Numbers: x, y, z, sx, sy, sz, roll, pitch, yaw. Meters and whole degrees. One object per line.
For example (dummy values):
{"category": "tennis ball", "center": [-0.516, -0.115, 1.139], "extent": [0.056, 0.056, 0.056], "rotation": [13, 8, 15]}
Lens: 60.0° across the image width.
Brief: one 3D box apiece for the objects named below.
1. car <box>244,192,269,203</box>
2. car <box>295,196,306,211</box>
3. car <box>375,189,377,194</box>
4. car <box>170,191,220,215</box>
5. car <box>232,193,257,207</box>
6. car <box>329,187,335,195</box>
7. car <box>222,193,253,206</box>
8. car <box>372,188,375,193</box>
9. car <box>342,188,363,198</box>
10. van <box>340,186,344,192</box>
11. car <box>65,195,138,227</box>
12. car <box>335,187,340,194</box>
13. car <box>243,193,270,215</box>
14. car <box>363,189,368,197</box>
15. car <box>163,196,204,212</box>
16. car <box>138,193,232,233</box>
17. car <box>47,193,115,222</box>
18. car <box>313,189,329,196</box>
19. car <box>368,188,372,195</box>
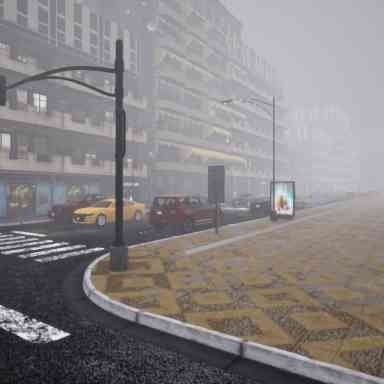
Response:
{"category": "car", "center": [8.782, 0.754, 45.220], "extent": [1.802, 1.307, 4.206], "rotation": [2, 2, 35]}
{"category": "car", "center": [9.344, 0.964, 31.382], "extent": [1.947, 1.339, 4.313], "rotation": [1, 2, 35]}
{"category": "car", "center": [44.265, -0.221, 81.419], "extent": [2.008, 1.369, 4.403], "rotation": [1, 2, 35]}
{"category": "car", "center": [0.331, 0.878, 28.606], "extent": [2.097, 1.767, 4.553], "rotation": [0, 1, 35]}
{"category": "car", "center": [6.070, 0.842, 36.818], "extent": [1.837, 1.490, 4.892], "rotation": [0, 1, 35]}
{"category": "car", "center": [31.000, -0.028, 77.055], "extent": [1.887, 1.381, 4.507], "rotation": [2, 2, 35]}
{"category": "car", "center": [5.609, 0.828, 40.672], "extent": [2.008, 1.369, 4.403], "rotation": [2, 2, 35]}
{"category": "car", "center": [37.916, -0.012, 72.321], "extent": [1.887, 1.381, 4.507], "rotation": [1, 2, 35]}
{"category": "car", "center": [28.392, 0.308, 58.675], "extent": [1.887, 1.381, 4.507], "rotation": [1, 2, 35]}
{"category": "van", "center": [37.349, -0.446, 86.145], "extent": [1.690, 1.788, 3.998], "rotation": [2, 2, 35]}
{"category": "car", "center": [-5.054, 1.180, 20.885], "extent": [1.882, 1.535, 5.008], "rotation": [0, 1, 34]}
{"category": "car", "center": [34.175, -0.240, 81.600], "extent": [1.967, 1.590, 4.097], "rotation": [2, 2, 35]}
{"category": "car", "center": [6.169, 1.069, 26.832], "extent": [1.947, 1.339, 4.313], "rotation": [1, 2, 35]}
{"category": "car", "center": [31.567, 0.098, 63.220], "extent": [1.967, 1.590, 4.097], "rotation": [1, 2, 35]}
{"category": "car", "center": [-0.739, 1.069, 31.577], "extent": [1.802, 1.307, 4.206], "rotation": [2, 2, 35]}
{"category": "car", "center": [-0.179, 1.026, 17.728], "extent": [2.192, 1.841, 5.009], "rotation": [1, 2, 35]}
{"category": "car", "center": [-7.085, 1.010, 22.474], "extent": [2.192, 1.841, 5.009], "rotation": [1, 2, 35]}
{"category": "car", "center": [27.826, -0.025, 72.503], "extent": [1.967, 1.590, 4.097], "rotation": [2, 2, 35]}
{"category": "car", "center": [34.741, 0.095, 67.772], "extent": [1.887, 1.381, 4.507], "rotation": [1, 2, 35]}
